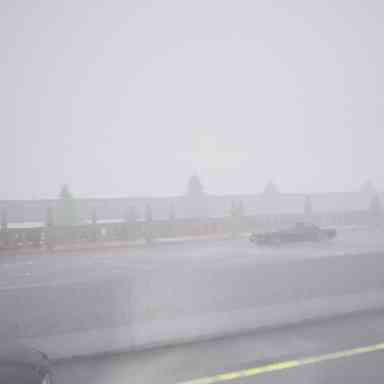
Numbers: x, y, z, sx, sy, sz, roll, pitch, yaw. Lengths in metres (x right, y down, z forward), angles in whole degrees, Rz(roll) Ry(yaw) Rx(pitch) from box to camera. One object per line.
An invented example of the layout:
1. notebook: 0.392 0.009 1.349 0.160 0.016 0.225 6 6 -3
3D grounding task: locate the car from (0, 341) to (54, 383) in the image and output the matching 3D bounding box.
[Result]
1. car: -3.626 1.859 2.630 4.674 1.442 1.812 -2 -3 -16

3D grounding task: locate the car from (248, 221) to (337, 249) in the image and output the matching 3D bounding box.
1. car: 5.620 2.367 18.777 4.718 1.301 1.895 -2 -3 -15
